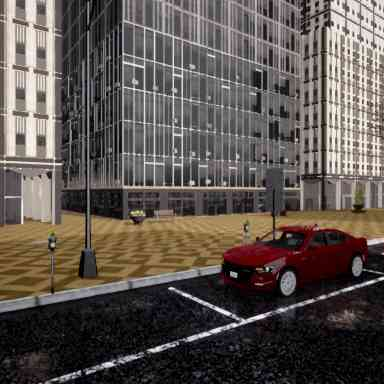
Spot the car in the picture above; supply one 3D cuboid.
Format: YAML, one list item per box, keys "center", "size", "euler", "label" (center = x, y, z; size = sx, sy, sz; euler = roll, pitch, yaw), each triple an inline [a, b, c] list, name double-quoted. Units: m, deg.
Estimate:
- center: [2.730, 1.545, 8.516]
  size: [4.507, 1.381, 1.887]
  euler: [0, 0, -36]
  label: "car"
